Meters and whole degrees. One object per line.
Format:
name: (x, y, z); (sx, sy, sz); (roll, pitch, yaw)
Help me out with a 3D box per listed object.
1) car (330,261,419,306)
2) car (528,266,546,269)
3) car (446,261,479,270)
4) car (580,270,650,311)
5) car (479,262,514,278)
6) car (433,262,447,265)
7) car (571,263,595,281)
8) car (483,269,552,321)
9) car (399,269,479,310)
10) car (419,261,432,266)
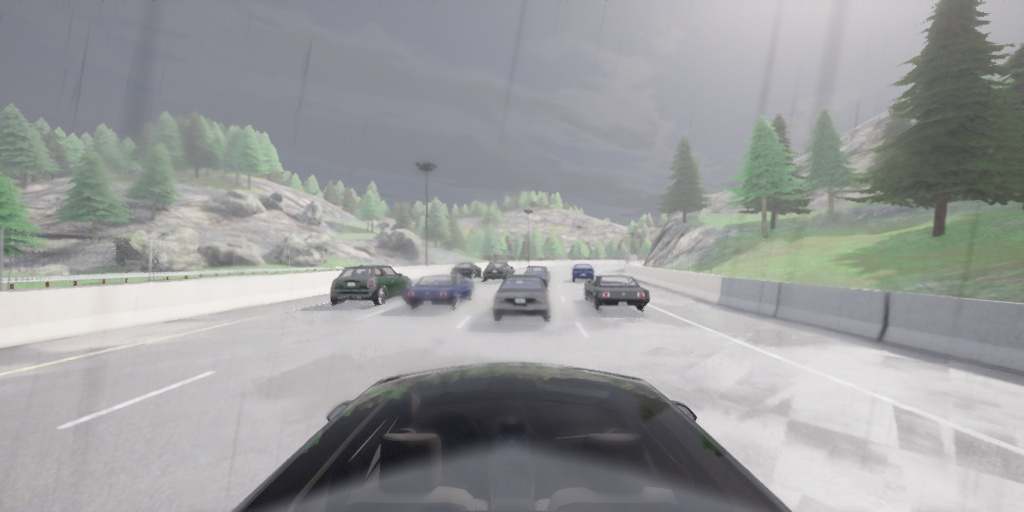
car: (-6.248, 1.181, 16.502); (2.097, 1.767, 4.553); (0, 0, 5)
car: (1.902, 1.431, 26.790); (2.033, 1.411, 5.357); (0, 0, 9)
car: (-4.101, 1.397, 33.272); (1.882, 1.535, 5.008); (0, 0, 10)
car: (4.140, 1.420, 14.935); (1.895, 1.301, 4.718); (0, 0, 5)
car: (-1.011, 1.255, 30.576); (2.097, 1.767, 4.553); (0, 0, 9)
car: (-11.442, 1.679, 62.866); (1.895, 1.301, 4.718); (0, 0, 18)
car: (6.340, 1.388, 32.045); (1.882, 1.535, 5.008); (0, 0, 10)
car: (0.441, 1.357, 12.800); (2.033, 1.411, 5.357); (0, 0, 4)
car: (-2.859, 1.424, 15.227); (1.895, 1.301, 4.718); (0, 0, 5)
car: (-14.983, 1.607, 63.283); (1.812, 1.442, 4.674); (0, 0, 17)
